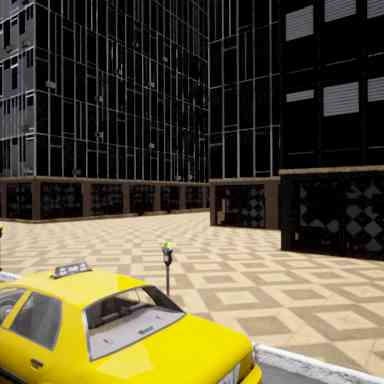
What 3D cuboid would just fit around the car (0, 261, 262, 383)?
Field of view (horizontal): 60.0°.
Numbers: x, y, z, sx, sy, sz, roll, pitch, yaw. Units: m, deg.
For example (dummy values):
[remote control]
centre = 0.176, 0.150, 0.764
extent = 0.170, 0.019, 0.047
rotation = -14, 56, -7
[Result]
[car]
centre = -1.618, 1.525, 4.021
extent = 4.829, 1.417, 1.752
rotation = 0, 0, 35
